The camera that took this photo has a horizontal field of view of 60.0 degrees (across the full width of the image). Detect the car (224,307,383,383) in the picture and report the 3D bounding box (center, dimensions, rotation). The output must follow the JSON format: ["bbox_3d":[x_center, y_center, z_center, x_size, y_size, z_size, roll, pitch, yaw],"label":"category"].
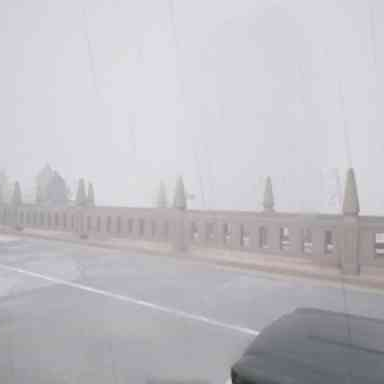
[{"bbox_3d":[2.567,1.601,2.161,4.718,1.301,1.895,0,0,35],"label":"car"}]
